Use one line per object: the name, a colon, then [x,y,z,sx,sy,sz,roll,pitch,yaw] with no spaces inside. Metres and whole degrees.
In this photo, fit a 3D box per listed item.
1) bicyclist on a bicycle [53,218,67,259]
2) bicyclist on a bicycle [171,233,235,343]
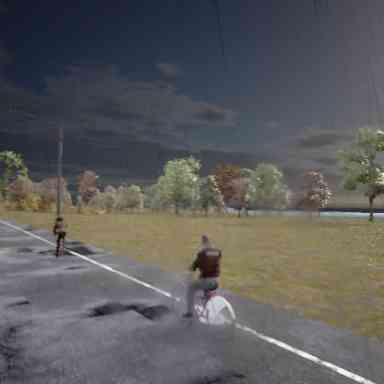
bicyclist on a bicycle: [-5.495,1.905,13.842,0.582,1.620,1.656,2,-3,-35]
bicyclist on a bicycle: [0.124,1.604,5.940,0.659,1.776,1.843,2,-2,-35]
